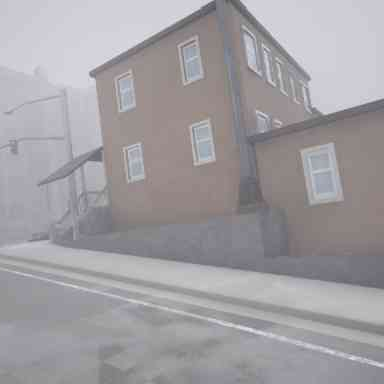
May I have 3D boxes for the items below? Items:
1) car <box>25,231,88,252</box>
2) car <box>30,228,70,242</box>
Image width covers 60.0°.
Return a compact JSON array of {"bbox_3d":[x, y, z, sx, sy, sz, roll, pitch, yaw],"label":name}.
[{"bbox_3d":[-11.714,4.278,29.079,1.837,1.490,4.892,-12,-11,35],"label":"car"},{"bbox_3d":[-9.812,3.516,25.490,1.837,1.490,4.892,-11,-11,35],"label":"car"}]
